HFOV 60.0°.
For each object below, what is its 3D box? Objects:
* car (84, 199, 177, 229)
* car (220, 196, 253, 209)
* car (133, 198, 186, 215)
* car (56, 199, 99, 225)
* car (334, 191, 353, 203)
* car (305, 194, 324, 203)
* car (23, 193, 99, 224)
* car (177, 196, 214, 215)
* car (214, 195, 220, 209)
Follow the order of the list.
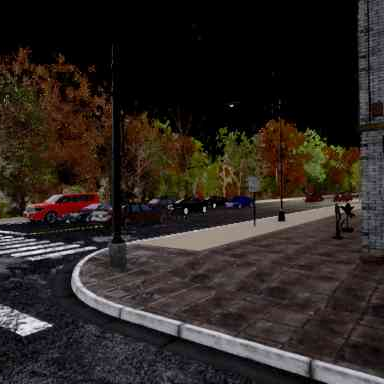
[{"bbox_3d":[-3.553,1.360,20.336,2.033,1.411,5.357,-1,0,36],"label":"car"},{"bbox_3d":[5.493,1.180,38.457,1.812,1.442,4.674,-1,0,36],"label":"car"},{"bbox_3d":[-3.056,1.348,32.315,2.033,1.411,5.357,-1,0,37],"label":"car"},{"bbox_3d":[-6.092,1.402,22.704,2.033,1.411,5.357,-1,0,36],"label":"car"},{"bbox_3d":[23.668,0.695,51.888,2.097,1.767,4.553,-1,0,36],"label":"car"},{"bbox_3d":[18.592,0.954,50.466,1.812,1.442,4.674,-1,0,36],"label":"car"},{"bbox_3d":[-9.133,1.127,24.059,2.150,2.045,5.566,-1,0,36],"label":"car"},{"bbox_3d":[-0.376,1.260,30.483,1.837,1.490,4.892,-1,0,36],"label":"car"},{"bbox_3d":[2.760,1.204,40.218,1.837,1.490,4.892,-1,0,37],"label":"car"}]
